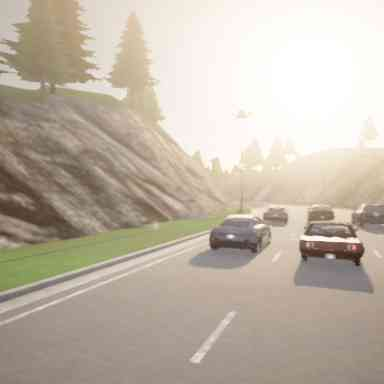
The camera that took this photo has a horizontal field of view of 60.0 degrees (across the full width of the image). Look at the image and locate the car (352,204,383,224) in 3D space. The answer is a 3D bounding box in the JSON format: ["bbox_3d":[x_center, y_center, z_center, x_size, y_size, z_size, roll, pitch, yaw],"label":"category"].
[{"bbox_3d":[13.726,1.684,25.634,2.097,1.767,4.553,1,0,18],"label":"car"}]

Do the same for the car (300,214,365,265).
[{"bbox_3d":[5.169,1.744,12.438,1.895,1.301,4.718,1,0,22],"label":"car"}]

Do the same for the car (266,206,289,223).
[{"bbox_3d":[7.216,1.838,28.261,1.994,1.385,4.181,1,0,17],"label":"car"}]

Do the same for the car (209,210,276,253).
[{"bbox_3d":[2.245,1.687,14.532,1.994,1.385,4.181,1,0,22],"label":"car"}]

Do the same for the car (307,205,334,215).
[{"bbox_3d":[10.797,1.791,27.987,1.882,1.535,5.008,1,0,17],"label":"car"}]
